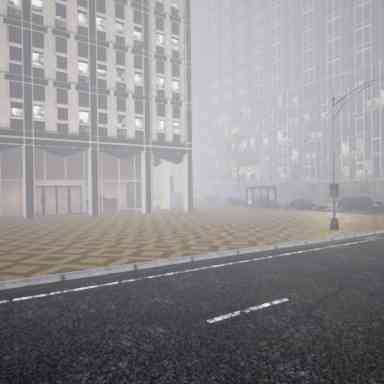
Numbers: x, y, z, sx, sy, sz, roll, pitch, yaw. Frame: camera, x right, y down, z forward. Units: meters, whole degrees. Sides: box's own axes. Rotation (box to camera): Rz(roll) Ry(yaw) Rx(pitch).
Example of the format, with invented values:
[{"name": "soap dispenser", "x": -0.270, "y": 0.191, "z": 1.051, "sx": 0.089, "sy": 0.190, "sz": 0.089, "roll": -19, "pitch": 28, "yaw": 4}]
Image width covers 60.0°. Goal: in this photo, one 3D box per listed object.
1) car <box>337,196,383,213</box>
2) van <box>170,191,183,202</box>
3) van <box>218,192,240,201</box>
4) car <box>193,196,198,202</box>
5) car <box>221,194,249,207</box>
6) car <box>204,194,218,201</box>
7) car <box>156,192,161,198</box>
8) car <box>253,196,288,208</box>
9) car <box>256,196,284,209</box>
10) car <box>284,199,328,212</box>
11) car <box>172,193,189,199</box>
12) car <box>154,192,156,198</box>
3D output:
[{"name": "car", "x": 17.528, "y": 1.204, "z": 34.404, "sx": 2.097, "sy": 1.767, "sz": 4.553, "roll": -1, "pitch": 1, "yaw": -34}, {"name": "van", "x": -3.121, "y": 0.935, "z": 60.112, "sx": 1.690, "sy": 1.788, "sz": 3.998, "roll": 0, "pitch": 1, "yaw": -34}, {"name": "van", "x": 7.004, "y": 0.853, "z": 60.134, "sx": 1.690, "sy": 1.788, "sz": 3.998, "roll": -1, "pitch": 1, "yaw": -34}, {"name": "car", "x": -0.803, "y": 1.079, "z": 61.423, "sx": 1.812, "sy": 1.442, "sz": 4.674, "roll": -1, "pitch": 1, "yaw": -34}, {"name": "car", "x": 6.438, "y": 1.317, "z": 45.997, "sx": 1.947, "sy": 1.339, "sz": 4.313, "roll": -1, "pitch": 1, "yaw": -34}, {"name": "car", "x": 3.803, "y": 1.041, "z": 64.833, "sx": 1.802, "sy": 1.307, "sz": 4.206, "roll": -1, "pitch": 1, "yaw": -34}, {"name": "car", "x": -5.802, "y": 0.613, "z": 78.919, "sx": 2.192, "sy": 1.841, "sz": 5.009, "roll": 0, "pitch": 1, "yaw": -34}, {"name": "car", "x": 10.497, "y": 1.265, "z": 44.724, "sx": 1.812, "sy": 1.442, "sz": 4.674, "roll": -1, "pitch": 1, "yaw": -34}, {"name": "car", "x": 9.592, "y": 1.386, "z": 41.269, "sx": 1.802, "sy": 1.307, "sz": 4.206, "roll": -1, "pitch": 1, "yaw": -34}, {"name": "car", "x": 12.779, "y": 1.422, "z": 36.561, "sx": 1.947, "sy": 1.339, "sz": 4.313, "roll": -1, "pitch": 1, "yaw": -34}, {"name": "car", "x": -2.600, "y": 0.934, "z": 74.226, "sx": 1.802, "sy": 1.307, "sz": 4.206, "roll": 0, "pitch": 1, "yaw": -34}, {"name": "car", "x": -9.003, "y": 0.684, "z": 83.616, "sx": 1.967, "sy": 1.590, "sz": 4.097, "roll": 0, "pitch": 1, "yaw": -34}]
